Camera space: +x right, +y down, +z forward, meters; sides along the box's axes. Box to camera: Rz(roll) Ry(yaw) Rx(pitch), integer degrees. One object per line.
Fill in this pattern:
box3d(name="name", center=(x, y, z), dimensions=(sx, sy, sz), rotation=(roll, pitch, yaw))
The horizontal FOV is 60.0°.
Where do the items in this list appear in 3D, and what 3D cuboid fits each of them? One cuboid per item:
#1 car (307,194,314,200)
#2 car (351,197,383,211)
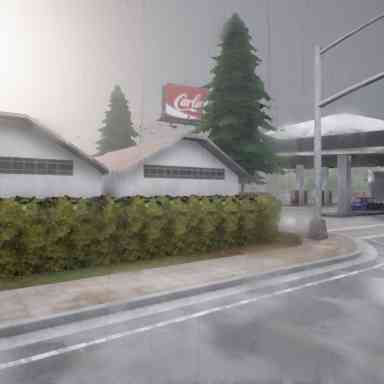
box3d(name="car", center=(31.771, 1.312, 88.805), dimensions=(2.152, 1.636, 5.027), rotation=(0, 0, -36))
box3d(name="car", center=(20.748, 1.471, 39.301), dimensions=(4.611, 1.667, 2.242), rotation=(0, 0, -36))
